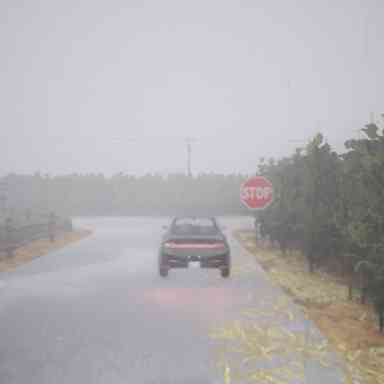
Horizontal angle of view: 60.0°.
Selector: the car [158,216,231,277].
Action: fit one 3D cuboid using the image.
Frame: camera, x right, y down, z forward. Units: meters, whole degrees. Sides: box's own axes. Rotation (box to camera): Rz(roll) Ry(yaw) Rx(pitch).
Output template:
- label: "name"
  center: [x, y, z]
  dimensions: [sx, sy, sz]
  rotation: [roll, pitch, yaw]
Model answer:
- label: "car"
  center: [0.070, 1.463, 10.110]
  dimensions: [2.128, 1.511, 4.902]
  rotation: [0, 0, 0]
